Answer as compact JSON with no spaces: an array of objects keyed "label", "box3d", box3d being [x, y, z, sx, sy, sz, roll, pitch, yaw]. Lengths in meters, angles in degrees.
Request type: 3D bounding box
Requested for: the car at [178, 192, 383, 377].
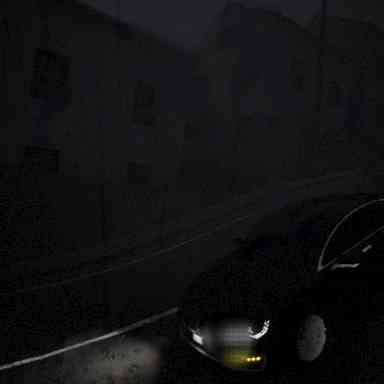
[{"label":"car","box3d":[1.979,0.961,5.306,4.892,1.490,1.837,-16,9,-33]}]
